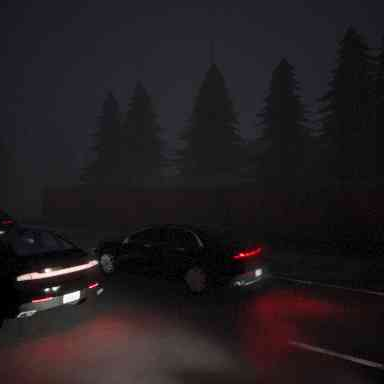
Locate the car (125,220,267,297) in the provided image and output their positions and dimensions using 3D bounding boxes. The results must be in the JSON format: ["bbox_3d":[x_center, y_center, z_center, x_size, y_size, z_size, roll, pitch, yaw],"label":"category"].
[{"bbox_3d":[-0.510,1.505,8.673,4.892,1.490,1.837,0,0,36],"label":"car"}]

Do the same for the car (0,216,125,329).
[{"bbox_3d":[-3.921,1.492,6.813,4.902,1.511,2.128,0,0,36],"label":"car"}]

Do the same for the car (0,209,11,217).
[{"bbox_3d":[-9.997,1.503,15.487,4.892,1.490,1.837,-1,0,36],"label":"car"}]
